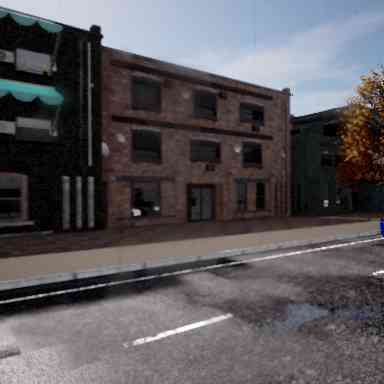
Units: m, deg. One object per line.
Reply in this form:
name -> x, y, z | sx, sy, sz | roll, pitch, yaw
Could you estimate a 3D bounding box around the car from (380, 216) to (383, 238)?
car -> 11.056, 1.230, 15.568 | 5.566, 2.045, 2.150 | 0, 0, -36
